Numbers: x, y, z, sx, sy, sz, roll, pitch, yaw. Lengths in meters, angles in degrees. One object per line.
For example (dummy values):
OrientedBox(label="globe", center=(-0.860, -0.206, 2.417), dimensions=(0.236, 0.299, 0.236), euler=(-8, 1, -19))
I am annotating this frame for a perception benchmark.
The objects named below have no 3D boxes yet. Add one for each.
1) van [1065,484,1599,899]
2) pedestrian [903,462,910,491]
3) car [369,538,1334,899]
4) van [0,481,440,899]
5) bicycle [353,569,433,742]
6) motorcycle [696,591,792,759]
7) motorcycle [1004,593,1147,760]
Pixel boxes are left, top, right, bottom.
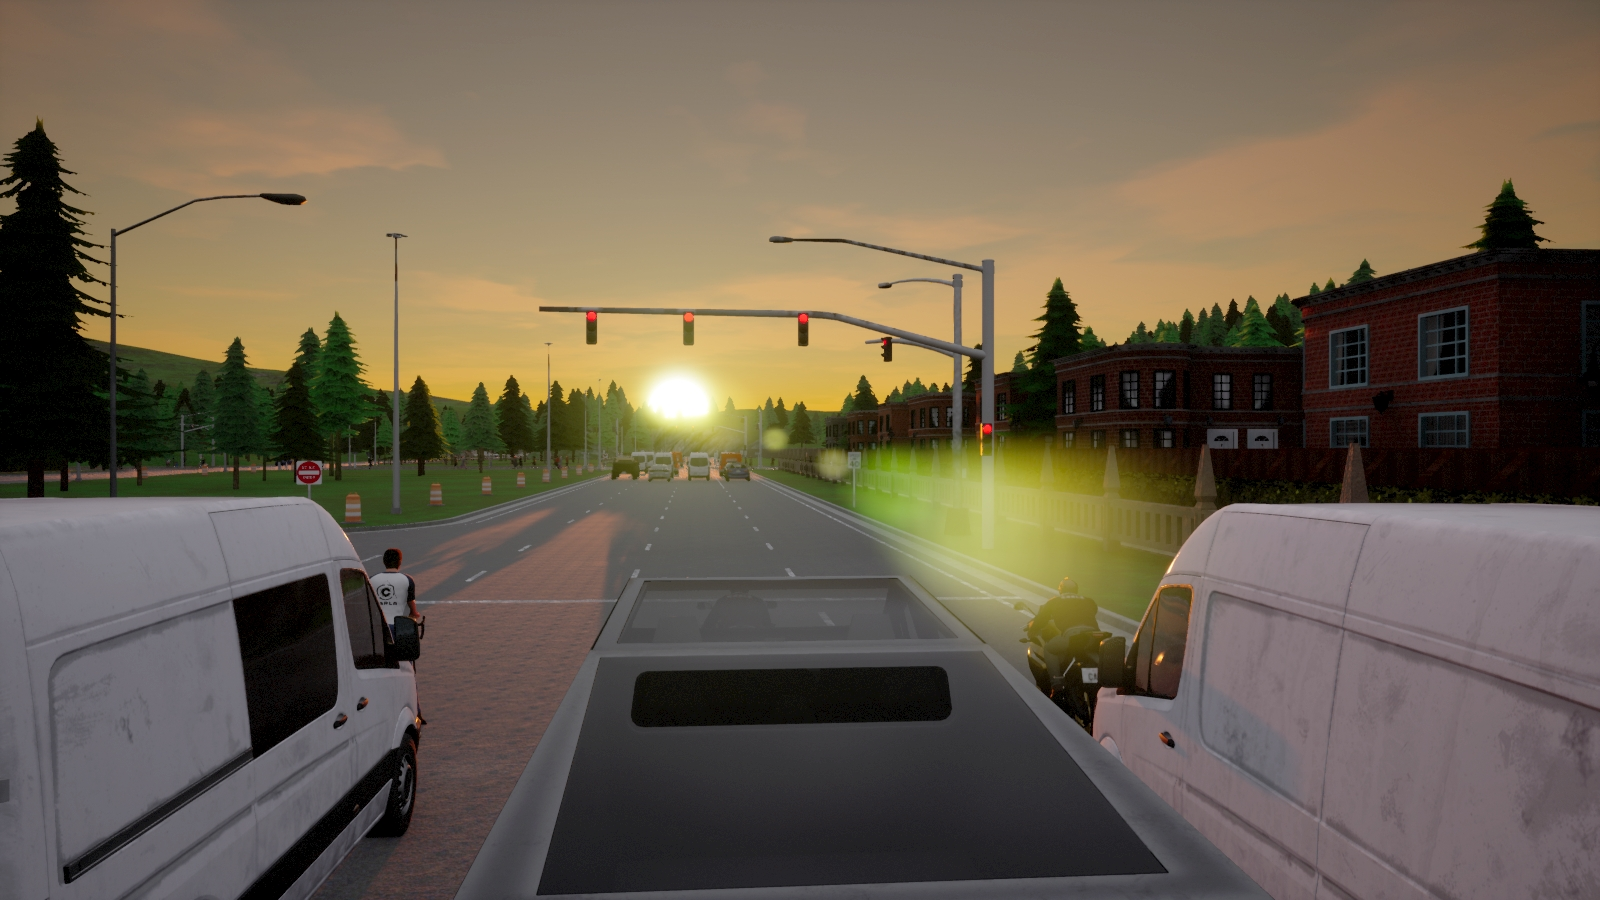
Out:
OrientedBox(label="van", center=(3.020, 1.534, 5.590), dimensions=(1.988, 2.561, 5.915), euler=(0, 0, -1))
OrientedBox(label="pedestrian", center=(6.894, 1.698, 73.930), dimensions=(0.375, 1.860, 0.375), euler=(0, 0, -5))
OrientedBox(label="car", center=(-0.117, 1.754, 5.929), dimensions=(2.390, 2.098, 6.274), euler=(0, 0, -5))
OrientedBox(label="van", center=(-3.677, 1.534, 6.378), dimensions=(1.988, 2.561, 5.915), euler=(0, 0, -5))
OrientedBox(label="bicycle", center=(-4.173, 2.056, 11.794), dimensions=(0.373, 1.496, 1.643), euler=(0, 0, -5))
OrientedBox(label="motorcycle", center=(-0.613, 2.205, 11.622), dimensions=(0.867, 1.251, 2.209), euler=(0, 0, -6))
OrientedBox(label="motorcycle", center=(2.714, 2.205, 11.543), dimensions=(0.867, 1.251, 2.209), euler=(0, 0, -2))
